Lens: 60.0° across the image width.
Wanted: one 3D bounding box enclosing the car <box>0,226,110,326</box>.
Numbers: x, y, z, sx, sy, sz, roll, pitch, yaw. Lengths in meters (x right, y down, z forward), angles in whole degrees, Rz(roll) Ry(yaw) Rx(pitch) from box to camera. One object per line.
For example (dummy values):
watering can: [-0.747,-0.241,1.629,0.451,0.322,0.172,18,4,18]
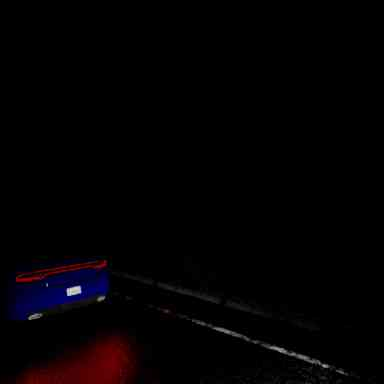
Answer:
car: [-3.767,1.476,7.150,5.008,1.535,1.882,0,0,43]
